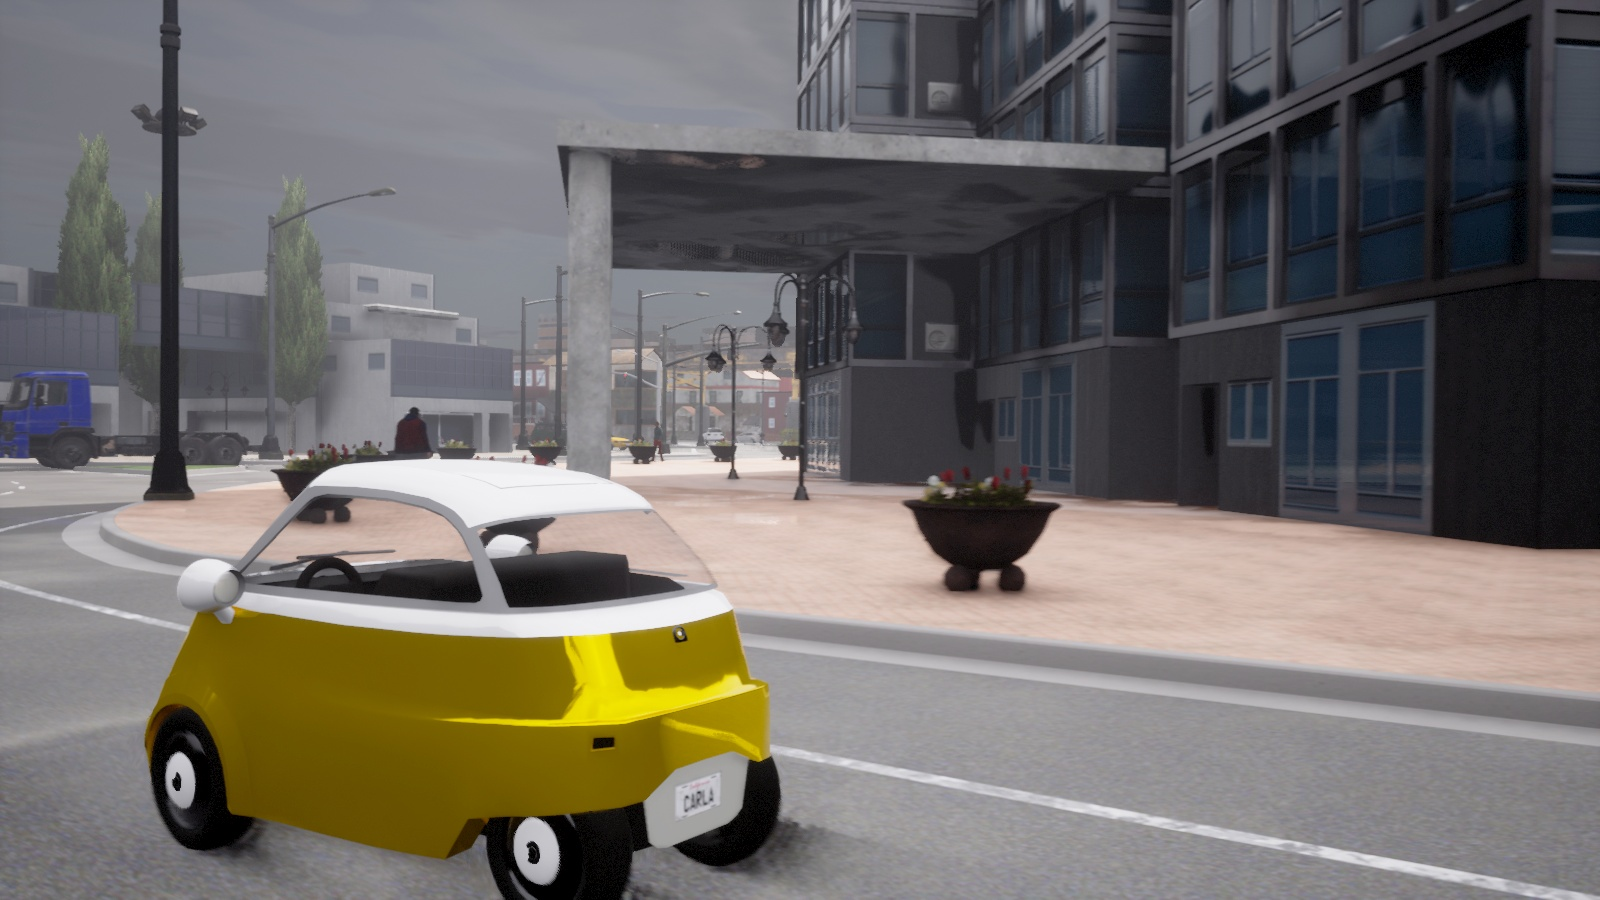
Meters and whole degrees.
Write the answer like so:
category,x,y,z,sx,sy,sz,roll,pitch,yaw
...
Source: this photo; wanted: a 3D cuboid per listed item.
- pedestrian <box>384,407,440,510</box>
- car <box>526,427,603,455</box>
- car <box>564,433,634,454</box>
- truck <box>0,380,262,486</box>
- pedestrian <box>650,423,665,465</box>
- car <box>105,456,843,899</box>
category,x,y,z,sx,sy,sz,roll,pitch,yaw
pedestrian,-7.106,0.152,23.023,0.634,1.844,0.899,0,1,9
car,-17.433,-0.683,92.936,5.566,2.045,2.150,0,1,31
car,-15.364,-0.524,95.825,5.366,1.575,1.801,0,1,32
truck,-23.816,-0.637,44.849,7.936,3.462,2.891,-1,1,-43
pedestrian,-6.284,-0.287,55.439,0.353,1.847,0.614,0,1,31
car,-1.179,0.737,4.512,2.207,1.376,1.481,0,1,36
